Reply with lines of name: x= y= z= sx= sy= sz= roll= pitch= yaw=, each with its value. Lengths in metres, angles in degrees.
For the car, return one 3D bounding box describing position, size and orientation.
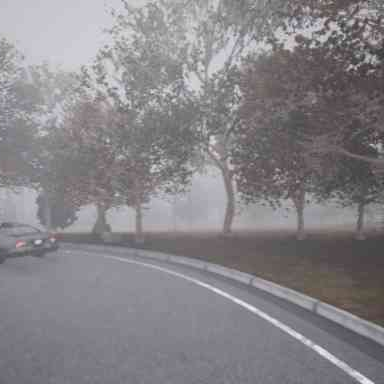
car: x=-7.595 y=1.934 z=13.091 sx=5.357 sy=1.411 sz=2.033 roll=-3 pitch=-2 yaw=31
